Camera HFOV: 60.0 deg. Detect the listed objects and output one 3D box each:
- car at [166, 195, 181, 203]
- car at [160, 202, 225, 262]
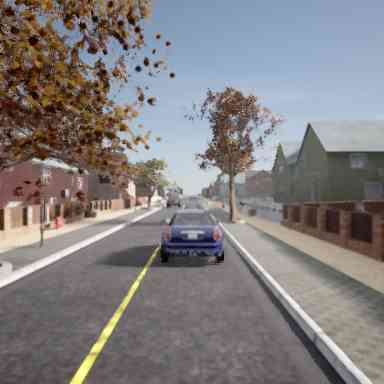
[{"bbox_3d":[-2.856,1.466,52.686,2.150,2.045,5.566,0,-1,0],"label":"car"},{"bbox_3d":[0.038,1.412,12.519,2.097,1.767,4.553,0,0,0],"label":"car"}]
